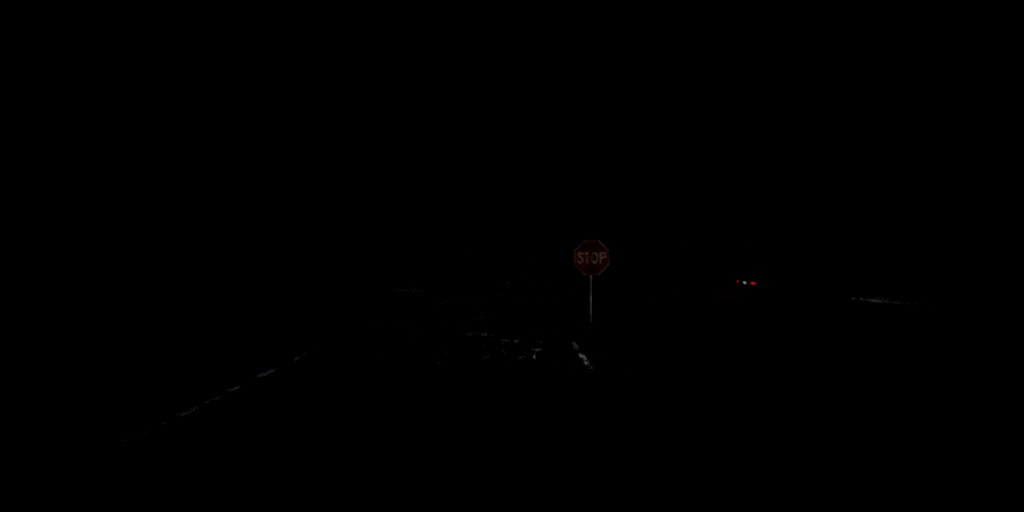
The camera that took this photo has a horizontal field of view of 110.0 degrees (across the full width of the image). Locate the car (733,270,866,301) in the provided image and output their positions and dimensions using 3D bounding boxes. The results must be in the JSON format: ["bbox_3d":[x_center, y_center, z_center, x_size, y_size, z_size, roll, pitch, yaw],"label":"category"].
[{"bbox_3d":[14.066,1.408,17.785,5.357,1.411,2.033,1,0,1],"label":"car"}]
